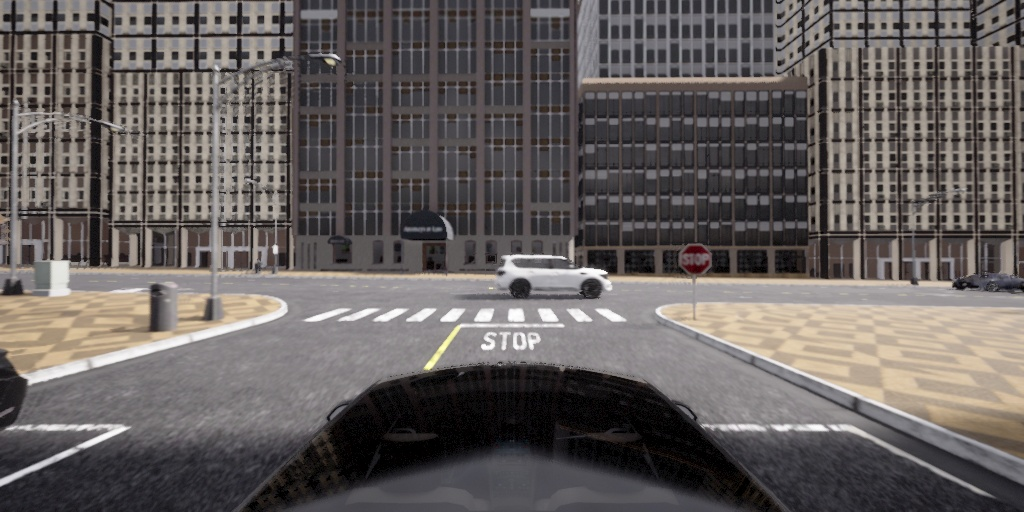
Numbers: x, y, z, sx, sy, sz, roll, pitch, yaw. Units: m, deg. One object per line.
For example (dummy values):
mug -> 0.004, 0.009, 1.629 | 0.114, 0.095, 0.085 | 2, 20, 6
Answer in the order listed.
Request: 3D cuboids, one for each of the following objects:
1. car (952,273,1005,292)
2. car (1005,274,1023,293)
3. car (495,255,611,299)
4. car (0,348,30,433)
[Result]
car -> 36.138, 1.982, 27.025 | 4.181, 1.385, 1.994 | 1, -1, 1
car -> 36.810, 1.887, 23.765 | 4.902, 1.511, 2.128 | 1, -1, 1
car -> 1.932, 0.975, 17.599 | 5.566, 2.045, 2.150 | 0, 0, 1
car -> -5.819, 1.301, 1.778 | 2.007, 1.370, 4.403 | 0, 0, 0
